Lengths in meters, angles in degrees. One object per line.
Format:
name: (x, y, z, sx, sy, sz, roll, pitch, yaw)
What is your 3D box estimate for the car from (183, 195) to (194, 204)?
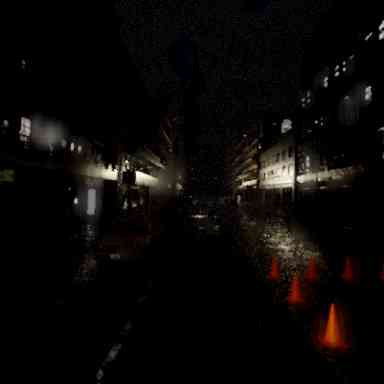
car: (-0.676, 1.549, 68.328, 1.967, 1.590, 4.097, 1, 0, 1)

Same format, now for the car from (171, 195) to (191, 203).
car: (-1.518, 1.354, 34.521, 2.192, 1.841, 5.009, 1, 0, 1)

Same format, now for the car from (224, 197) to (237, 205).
car: (7.563, 1.760, 62.650, 1.752, 1.417, 4.829, 1, 0, 1)

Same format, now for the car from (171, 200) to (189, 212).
car: (-1.383, 1.633, 40.156, 1.802, 1.307, 4.206, 1, 0, 1)

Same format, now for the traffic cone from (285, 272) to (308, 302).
traffic cone: (2.199, 2.005, 7.092, 0.340, 0.580, 0.340, 1, 0, 1)

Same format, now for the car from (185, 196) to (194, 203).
car: (-0.536, 1.665, 73.963, 1.887, 1.381, 4.507, 1, 0, 1)

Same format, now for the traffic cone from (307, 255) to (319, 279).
traffic cone: (3.250, 2.026, 9.067, 0.340, 0.580, 0.340, 1, 0, 1)

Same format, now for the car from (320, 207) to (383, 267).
car: (6.296, 1.441, 11.769, 2.192, 1.841, 5.009, 1, 0, 1)

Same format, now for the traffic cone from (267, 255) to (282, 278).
traffic cone: (2.250, 2.010, 9.091, 0.340, 0.580, 0.340, 1, 0, 1)

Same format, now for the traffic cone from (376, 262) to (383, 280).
traffic cone: (5.249, 2.059, 9.016, 0.340, 0.580, 0.340, 1, 0, 1)

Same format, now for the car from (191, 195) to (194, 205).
car: (-0.813, 1.413, 62.694, 2.192, 1.841, 5.009, 1, 0, 1)

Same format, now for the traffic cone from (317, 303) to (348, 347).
traffic cone: (2.150, 2.001, 5.093, 0.340, 0.580, 0.340, 1, 0, 1)

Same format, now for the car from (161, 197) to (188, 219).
car: (-1.662, 1.467, 28.886, 1.967, 1.590, 4.097, 1, 0, 1)

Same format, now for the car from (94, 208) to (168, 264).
car: (-2.090, 1.514, 11.811, 1.752, 1.417, 4.829, 1, 0, 1)

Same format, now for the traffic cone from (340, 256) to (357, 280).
traffic cone: (4.249, 2.043, 9.042, 0.340, 0.580, 0.340, 1, 0, 1)

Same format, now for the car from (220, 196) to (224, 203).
car: (7.840, 1.801, 73.749, 1.887, 1.381, 4.507, 1, 0, 1)
